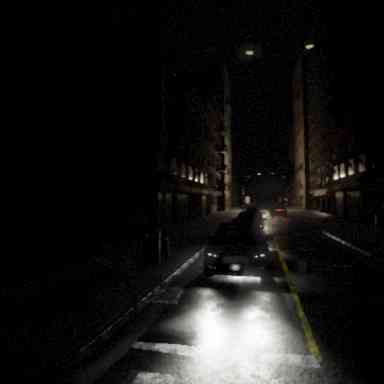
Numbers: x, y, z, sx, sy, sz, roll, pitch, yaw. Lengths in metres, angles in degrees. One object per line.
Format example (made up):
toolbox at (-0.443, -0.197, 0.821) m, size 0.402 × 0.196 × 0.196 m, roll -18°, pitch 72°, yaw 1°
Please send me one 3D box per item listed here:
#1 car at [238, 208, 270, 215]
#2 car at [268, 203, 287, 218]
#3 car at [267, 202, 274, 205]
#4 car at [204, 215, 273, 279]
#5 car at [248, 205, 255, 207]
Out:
car at (3.611, 1.984, 20.854) m, size 2.128 × 1.511 × 4.902 m, roll -1°, pitch -2°, yaw 12°
car at (11.175, 2.473, 42.772) m, size 2.128 × 1.511 × 4.902 m, roll -1°, pitch -2°, yaw 12°
car at (13.290, 2.740, 52.960) m, size 1.837 × 1.490 × 4.892 m, roll -1°, pitch -2°, yaw 11°
car at (1.576, 1.758, 11.085) m, size 2.128 × 1.511 × 4.902 m, roll -1°, pitch -1°, yaw 11°
car at (5.748, 2.239, 31.071) m, size 1.837 × 1.490 × 4.892 m, roll -1°, pitch -2°, yaw 12°
